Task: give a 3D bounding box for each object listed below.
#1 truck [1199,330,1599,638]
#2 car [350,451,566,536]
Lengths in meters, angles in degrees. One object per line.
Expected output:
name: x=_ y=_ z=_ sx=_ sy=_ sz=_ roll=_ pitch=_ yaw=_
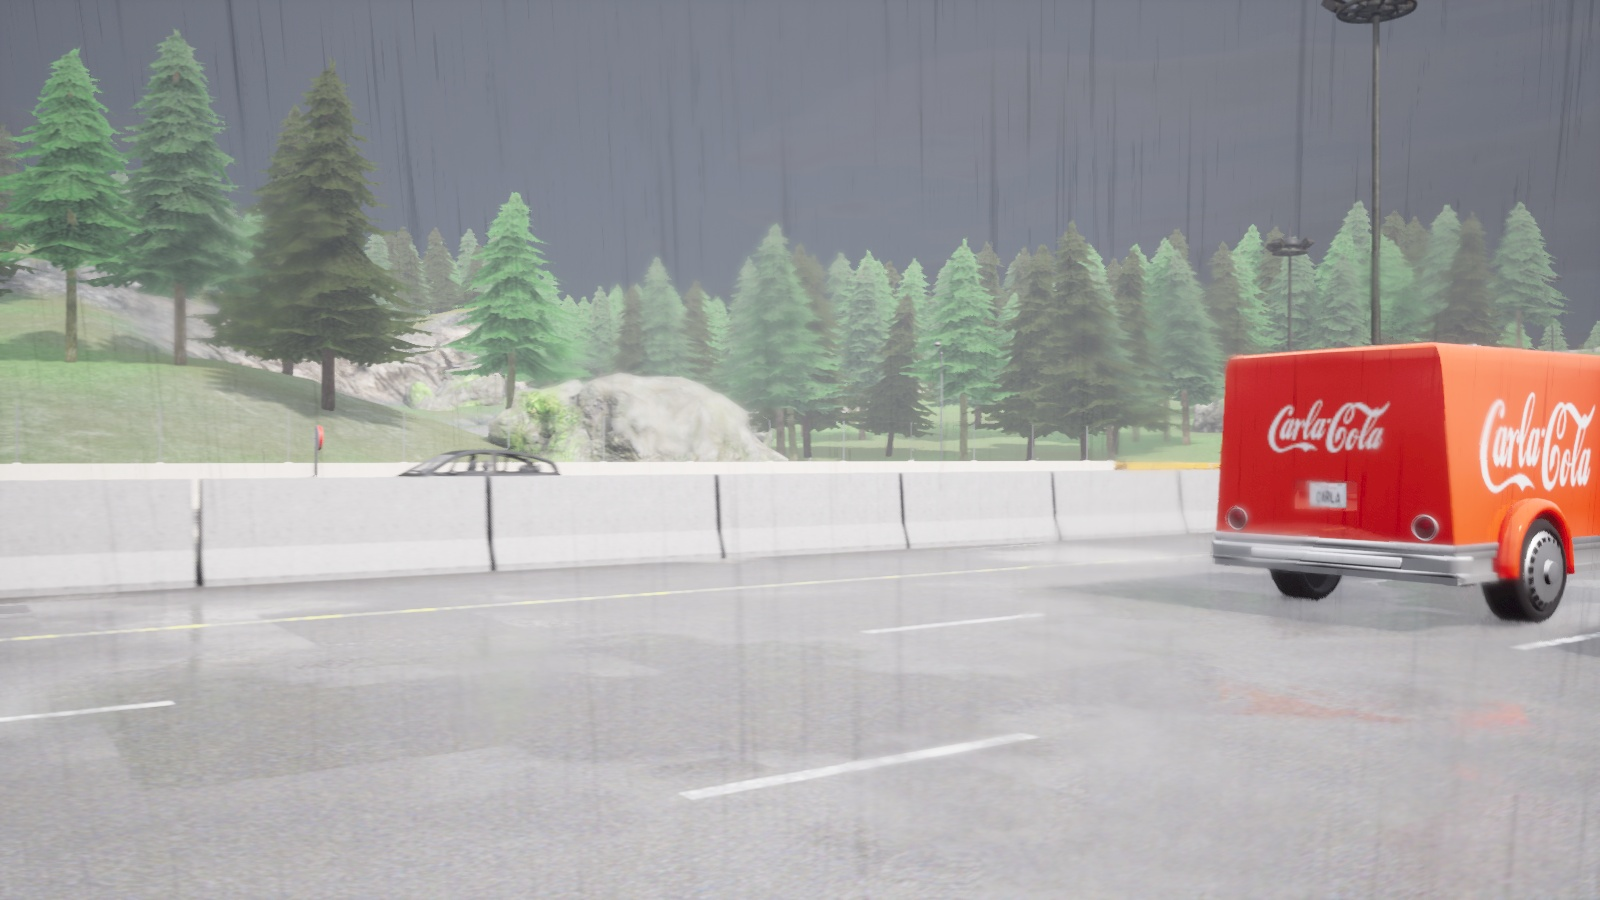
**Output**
truck: x=6.776 y=0.274 z=12.641 sx=5.204 sy=2.467 sz=2.627 roll=0 pitch=0 yaw=-35
car: x=-6.669 y=0.797 z=24.604 sx=3.705 sy=1.549 sz=1.789 roll=0 pitch=0 yaw=-35
